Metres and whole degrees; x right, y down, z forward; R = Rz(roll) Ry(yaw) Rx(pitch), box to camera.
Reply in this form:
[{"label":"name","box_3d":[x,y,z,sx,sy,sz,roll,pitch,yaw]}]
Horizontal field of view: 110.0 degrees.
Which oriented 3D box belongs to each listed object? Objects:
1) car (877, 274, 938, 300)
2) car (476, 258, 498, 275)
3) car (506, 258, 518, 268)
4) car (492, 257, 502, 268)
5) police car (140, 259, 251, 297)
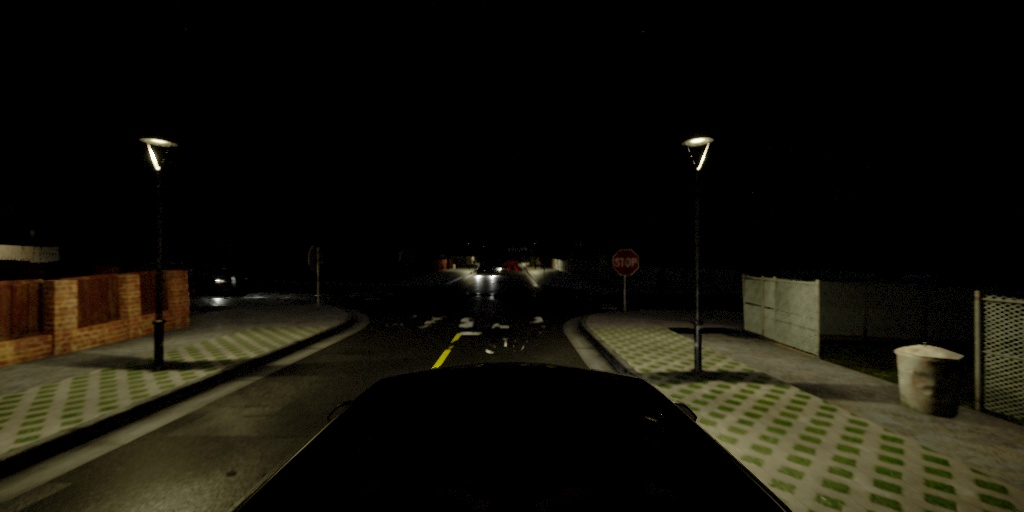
[{"label":"car","box_3d":[20.756,1.669,18.520,4.674,1.442,1.812,0,0,0]},{"label":"car","box_3d":[-2.823,1.269,39.581,1.837,1.490,4.892,0,0,0]},{"label":"car","box_3d":[0.026,1.125,60.166,1.882,1.535,5.008,0,0,0]},{"label":"car","box_3d":[-2.771,1.012,58.201,2.097,1.767,4.553,0,0,0]},{"label":"police car","box_3d":[-14.376,0.939,15.885,4.974,1.542,2.038,2,0,0]}]
